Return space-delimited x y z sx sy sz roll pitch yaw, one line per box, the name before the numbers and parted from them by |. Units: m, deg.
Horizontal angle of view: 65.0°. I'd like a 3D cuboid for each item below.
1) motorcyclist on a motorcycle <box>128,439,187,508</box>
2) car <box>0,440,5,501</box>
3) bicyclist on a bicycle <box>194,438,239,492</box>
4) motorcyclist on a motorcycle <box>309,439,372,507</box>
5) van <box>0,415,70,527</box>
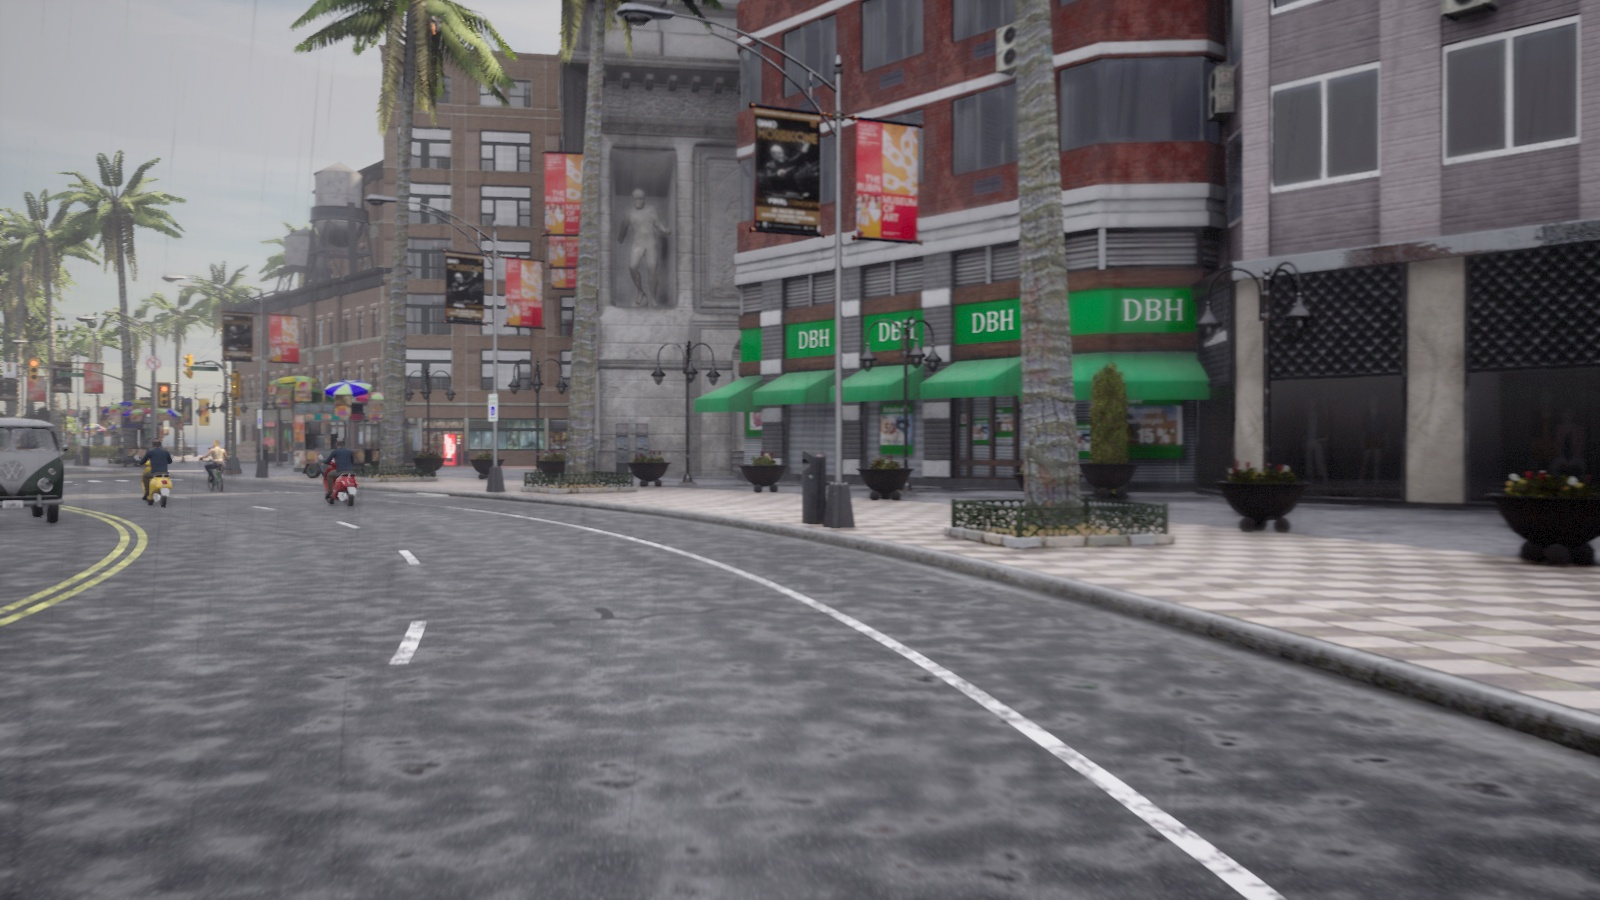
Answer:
motorcyclist on a motorcycle | -15.208 0.534 29.706 0.866 1.590 1.817 0 0 -39
car | -22.247 0.510 32.747 2.007 1.525 4.514 0 0 -40
bicyclist on a bicycle | -17.912 0.468 38.530 0.866 1.612 1.509 0 -1 -40
motorcyclist on a motorcycle | -11.044 0.531 30.170 0.866 1.590 1.817 0 0 -39
van | -15.414 0.364 24.276 1.775 1.987 4.442 0 0 -37
